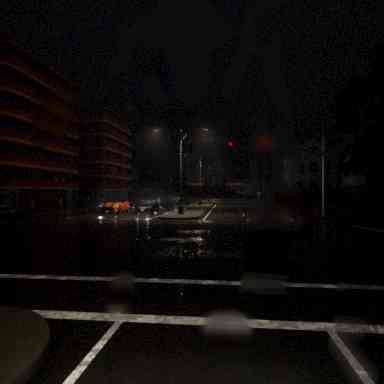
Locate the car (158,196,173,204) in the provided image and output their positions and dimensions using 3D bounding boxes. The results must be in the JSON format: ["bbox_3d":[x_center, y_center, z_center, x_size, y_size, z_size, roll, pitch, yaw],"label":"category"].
[{"bbox_3d":[-5.062,1.564,63.874,1.994,1.385,4.181,0,0,6],"label":"car"}]

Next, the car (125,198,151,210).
[{"bbox_3d":[-7.120,1.545,44.369,2.033,1.411,5.357,0,0,6],"label":"car"}]

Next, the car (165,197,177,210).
[{"bbox_3d":[-3.634,1.601,44.090,1.895,1.301,4.718,0,0,6],"label":"car"}]

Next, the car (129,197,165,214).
[{"bbox_3d":[-4.590,1.491,34.880,2.128,1.511,4.902,0,0,6],"label":"car"}]

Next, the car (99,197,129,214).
[{"bbox_3d":[-8.105,1.352,34.951,2.097,1.767,4.553,0,0,6],"label":"car"}]

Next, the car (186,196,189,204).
[{"bbox_3d":[-1.631,1.505,63.037,1.837,1.490,4.892,0,0,7],"label":"car"}]

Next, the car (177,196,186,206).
[{"bbox_3d":[-2.684,1.491,53.135,2.128,1.511,4.902,0,0,6],"label":"car"}]

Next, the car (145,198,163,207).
[{"bbox_3d":[-6.124,1.601,53.900,1.895,1.301,4.718,0,0,6],"label":"car"}]
